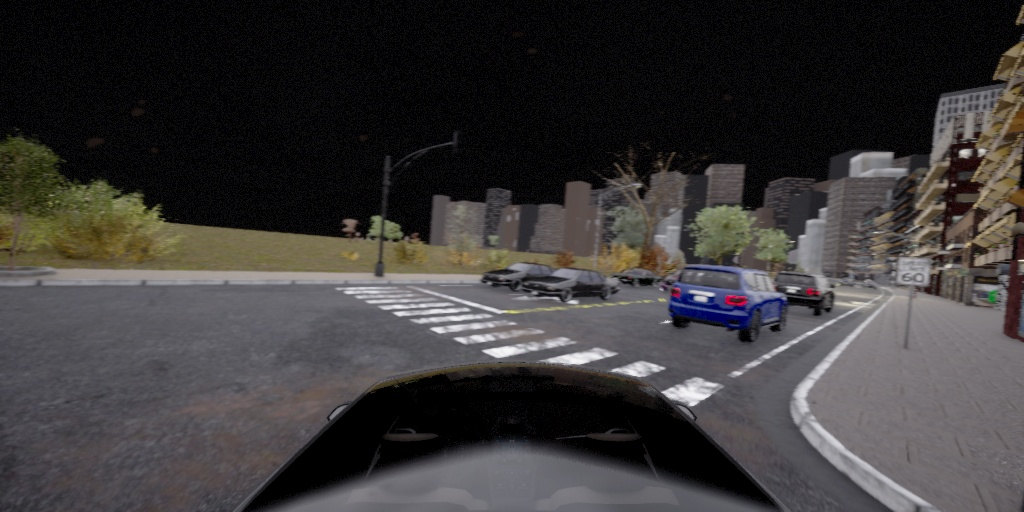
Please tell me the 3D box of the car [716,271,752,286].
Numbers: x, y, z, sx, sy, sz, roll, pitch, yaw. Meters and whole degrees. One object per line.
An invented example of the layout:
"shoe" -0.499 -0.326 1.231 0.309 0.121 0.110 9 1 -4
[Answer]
"car" 25.836 2.604 41.639 4.902 1.511 2.128 4 1 -42

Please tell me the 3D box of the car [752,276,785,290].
"car" 28.358 2.956 39.548 4.718 1.301 1.895 4 1 -42

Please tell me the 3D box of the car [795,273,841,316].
"car" 15.723 1.941 19.391 5.566 2.045 2.150 4 1 -42

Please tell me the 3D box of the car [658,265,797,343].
"car" 7.127 1.389 11.610 5.566 2.045 2.150 4 1 -42

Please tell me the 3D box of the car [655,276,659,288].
"car" 12.459 1.687 25.322 4.553 1.767 2.097 4 2 -42

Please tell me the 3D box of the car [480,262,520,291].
"car" 0.895 1.060 19.246 5.357 1.411 2.033 4 1 -42

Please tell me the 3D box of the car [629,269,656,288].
"car" 9.273 1.650 26.841 4.718 1.301 1.895 4 1 -42

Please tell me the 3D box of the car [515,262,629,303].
"car" 2.948 1.274 16.729 5.357 1.411 2.033 4 1 -42
